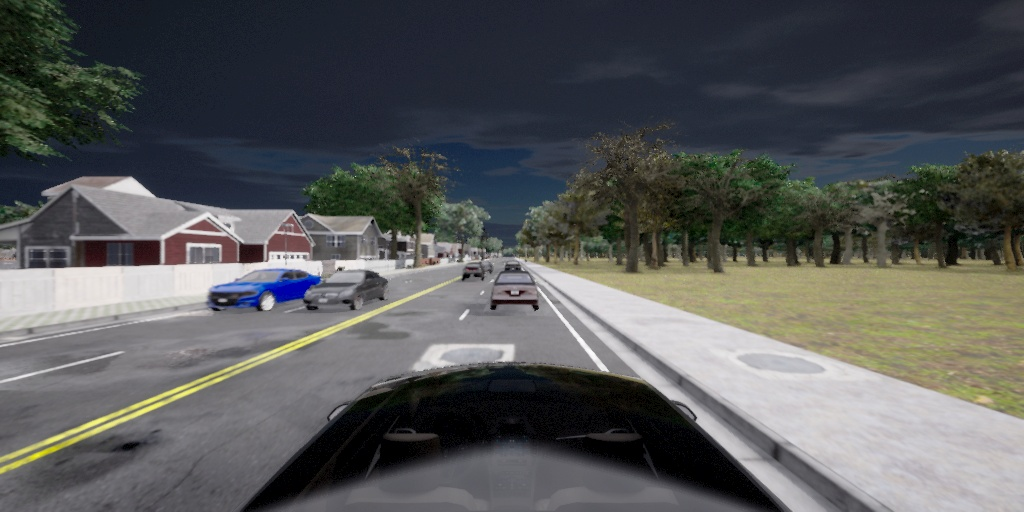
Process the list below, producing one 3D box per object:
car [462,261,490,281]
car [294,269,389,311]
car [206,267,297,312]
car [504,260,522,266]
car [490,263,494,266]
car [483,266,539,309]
[{"bbox_3d":[-3.151,1.281,30.714,1.837,1.490,4.892,0,0,0],"label":"car"},{"bbox_3d":[-6.507,1.290,14.697,1.812,1.442,4.674,0,0,0],"label":"car"},{"bbox_3d":[-9.757,1.242,14.606,1.882,1.535,5.008,0,0,0],"label":"car"},{"bbox_3d":[0.099,1.260,42.073,1.882,1.535,5.008,0,0,0],"label":"car"},{"bbox_3d":[-3.220,1.331,42.956,2.033,1.411,5.357,0,0,1],"label":"car"},{"bbox_3d":[0.098,1.311,14.934,2.033,1.411,5.357,0,0,0],"label":"car"}]
